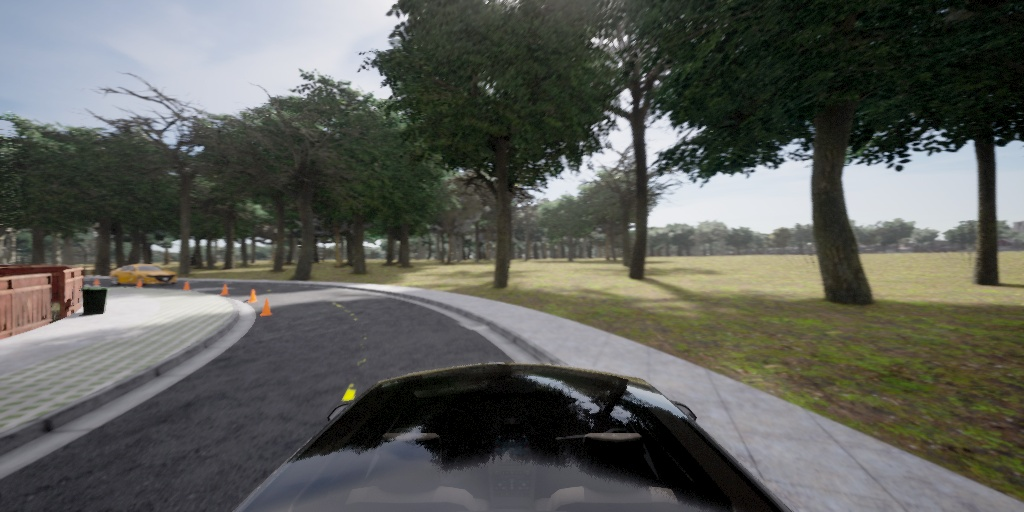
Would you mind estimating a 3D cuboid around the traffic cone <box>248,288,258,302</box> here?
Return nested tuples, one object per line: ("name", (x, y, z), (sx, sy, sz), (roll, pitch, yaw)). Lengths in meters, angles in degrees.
("traffic cone", (-11.458, 1.733, 15.868), (0.340, 0.580, 0.340), (0, 0, 44))

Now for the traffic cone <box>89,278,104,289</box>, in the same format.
("traffic cone", (-28.212, 1.793, 24.358), (0.340, 0.580, 0.340), (0, 0, 20))

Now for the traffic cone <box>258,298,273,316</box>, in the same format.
("traffic cone", (-8.498, 1.738, 12.412), (0.340, 0.580, 0.340), (0, 0, -35))

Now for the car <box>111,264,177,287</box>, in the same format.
("car", (-26.428, 1.336, 25.766), (5.008, 1.535, 1.882), (0, -1, 20))

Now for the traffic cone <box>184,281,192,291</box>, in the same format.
("traffic cone", (-18.978, 1.736, 20.928), (0.340, 0.580, 0.340), (0, 0, 24))

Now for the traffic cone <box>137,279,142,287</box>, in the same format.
("traffic cone", (-23.515, 1.759, 22.640), (0.340, 0.580, 0.340), (0, 0, 20))

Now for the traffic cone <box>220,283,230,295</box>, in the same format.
("traffic cone", (-14.990, 1.731, 18.737), (0.340, 0.580, 0.340), (0, 0, 34))
